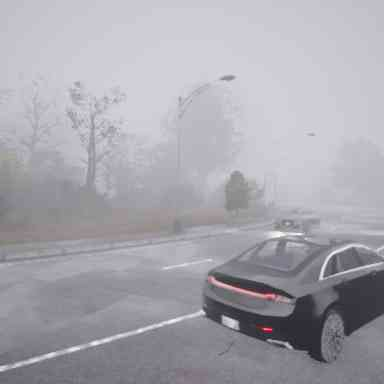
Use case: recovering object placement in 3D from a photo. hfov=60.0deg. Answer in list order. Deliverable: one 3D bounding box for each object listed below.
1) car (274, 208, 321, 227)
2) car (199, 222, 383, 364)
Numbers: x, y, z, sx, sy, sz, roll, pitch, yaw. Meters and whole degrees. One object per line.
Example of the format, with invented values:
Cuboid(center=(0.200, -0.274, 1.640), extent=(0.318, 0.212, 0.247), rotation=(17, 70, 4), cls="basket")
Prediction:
Cuboid(center=(6.821, 1.704, 21.297), extent=(1.994, 1.385, 4.181), rotation=(1, 0, 36), cls="car")
Cuboid(center=(2.334, 1.548, 6.023), extent=(4.902, 1.511, 2.128), rotation=(1, 0, -41), cls="car")
